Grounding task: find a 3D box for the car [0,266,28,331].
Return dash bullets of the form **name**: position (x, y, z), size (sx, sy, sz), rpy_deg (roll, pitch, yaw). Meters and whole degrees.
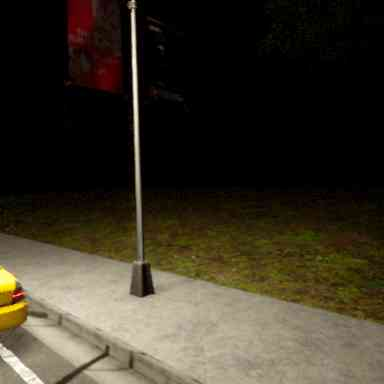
- **car**: position (-4.779, 1.492, 6.048), size (5.366, 1.575, 1.801), rpy_deg (-1, 0, 44)
